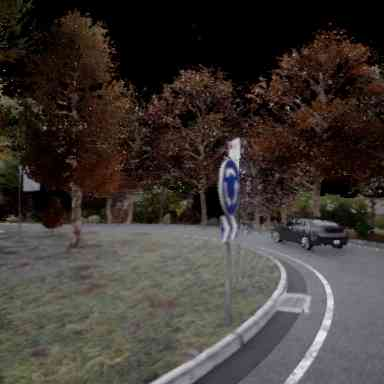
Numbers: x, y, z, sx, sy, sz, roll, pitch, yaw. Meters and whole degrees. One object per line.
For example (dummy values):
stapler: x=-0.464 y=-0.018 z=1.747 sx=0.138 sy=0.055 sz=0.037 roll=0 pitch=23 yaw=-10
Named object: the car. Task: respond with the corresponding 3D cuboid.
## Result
car: x=5.875 y=2.050 z=17.150 sx=1.837 sy=1.490 sz=4.892 roll=2 pitch=-2 yaw=-13
